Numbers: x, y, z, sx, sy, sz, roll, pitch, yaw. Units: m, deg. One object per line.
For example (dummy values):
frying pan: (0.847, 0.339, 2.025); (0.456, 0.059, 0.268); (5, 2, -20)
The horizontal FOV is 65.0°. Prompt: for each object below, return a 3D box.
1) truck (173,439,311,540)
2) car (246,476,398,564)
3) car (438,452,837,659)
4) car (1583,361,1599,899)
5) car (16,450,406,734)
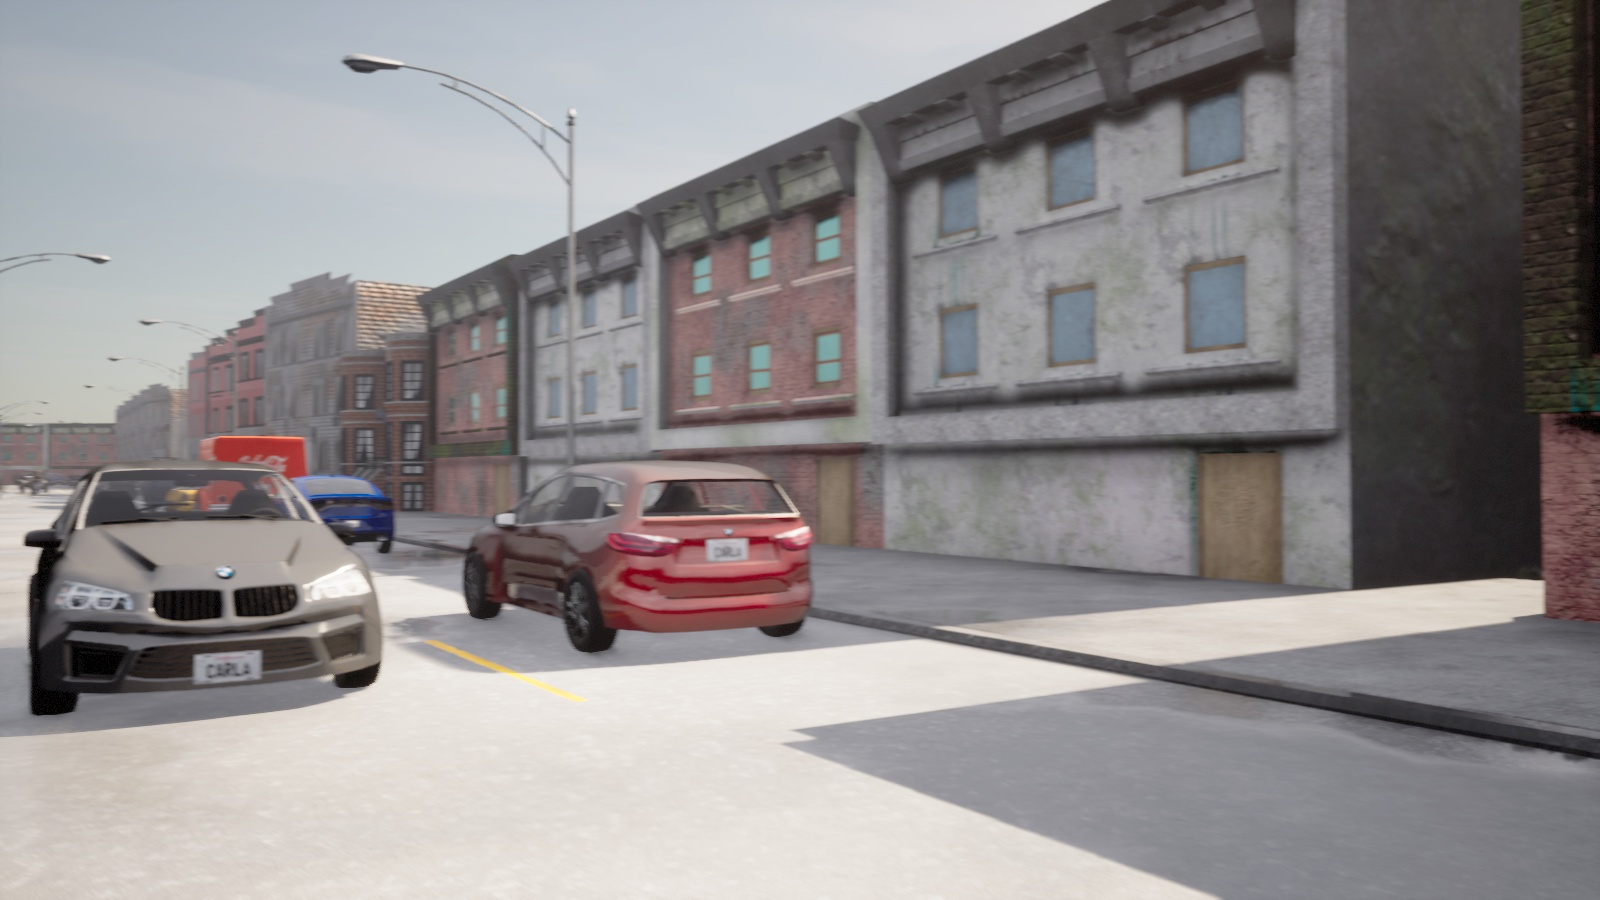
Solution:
truck: (-15.006, 1.049, 33.593); (2.627, 2.467, 5.204); (0, -2, -32)
car: (-9.607, 1.320, 24.992); (1.882, 1.535, 5.008); (0, -1, -32)
car: (-1.852, 0.895, 12.665); (2.242, 1.667, 4.611); (0, -1, -32)
car: (3.860, 0.613, 2.371); (1.905, 1.878, 3.866); (0, -1, -10)
car: (-4.871, 0.879, 9.934); (2.242, 1.667, 4.611); (0, -1, -32)
